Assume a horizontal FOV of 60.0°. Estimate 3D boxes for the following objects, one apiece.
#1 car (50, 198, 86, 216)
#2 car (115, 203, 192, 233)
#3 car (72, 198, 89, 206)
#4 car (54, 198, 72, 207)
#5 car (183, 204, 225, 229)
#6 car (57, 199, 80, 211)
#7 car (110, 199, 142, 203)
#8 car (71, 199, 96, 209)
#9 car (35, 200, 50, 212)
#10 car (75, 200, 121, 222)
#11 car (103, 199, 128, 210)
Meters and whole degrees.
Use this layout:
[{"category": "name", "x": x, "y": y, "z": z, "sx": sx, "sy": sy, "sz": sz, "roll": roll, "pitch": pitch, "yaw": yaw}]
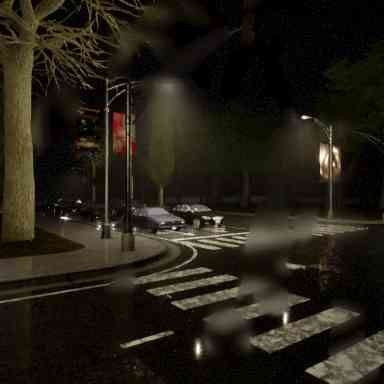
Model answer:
[{"category": "car", "x": -13.179, "y": 1.666, "z": 35.066, "sx": 1.837, "sy": 1.490, "sz": 4.892, "roll": 0, "pitch": 0, "yaw": -36}, {"category": "car", "x": -2.543, "y": 1.614, "z": 20.427, "sx": 2.033, "sy": 1.411, "sz": 5.357, "roll": 0, "pitch": 0, "yaw": -36}, {"category": "car", "x": -21.047, "y": 1.937, "z": 62.790, "sx": 1.812, "sy": 1.442, "sz": 4.674, "roll": 0, "pitch": -1, "yaw": -35}, {"category": "car", "x": -23.703, "y": 1.906, "z": 60.932, "sx": 1.837, "sy": 1.490, "sz": 4.892, "roll": 0, "pitch": -1, "yaw": -36}, {"category": "car", "x": 0.132, "y": 1.568, "z": 22.297, "sx": 2.128, "sy": 1.511, "sz": 4.902, "roll": 0, "pitch": 0, "yaw": -36}, {"category": "car", "x": -17.117, "y": 1.774, "z": 46.075, "sx": 1.812, "sy": 1.442, "sz": 4.674, "roll": 0, "pitch": -1, "yaw": -36}, {"category": "car", "x": -5.290, "y": 1.474, "z": 29.738, "sx": 2.097, "sy": 1.767, "sz": 4.553, "roll": 0, "pitch": 0, "yaw": -36}, {"category": "car", "x": -16.888, "y": 1.840, "z": 51.556, "sx": 2.033, "sy": 1.411, "sz": 5.357, "roll": 0, "pitch": -1, "yaw": -36}, {"category": "car", "x": -19.048, "y": 1.793, "z": 43.193, "sx": 1.994, "sy": 1.385, "sz": 4.181, "roll": 0, "pitch": -1, "yaw": -35}, {"category": "car", "x": -7.976, "y": 1.676, "z": 27.903, "sx": 1.994, "sy": 1.385, "sz": 4.181, "roll": 0, "pitch": 0, "yaw": -36}, {"category": "car", "x": -11.383, "y": 1.769, "z": 49.508, "sx": 1.837, "sy": 1.490, "sz": 4.892, "roll": 0, "pitch": -1, "yaw": -36}]
